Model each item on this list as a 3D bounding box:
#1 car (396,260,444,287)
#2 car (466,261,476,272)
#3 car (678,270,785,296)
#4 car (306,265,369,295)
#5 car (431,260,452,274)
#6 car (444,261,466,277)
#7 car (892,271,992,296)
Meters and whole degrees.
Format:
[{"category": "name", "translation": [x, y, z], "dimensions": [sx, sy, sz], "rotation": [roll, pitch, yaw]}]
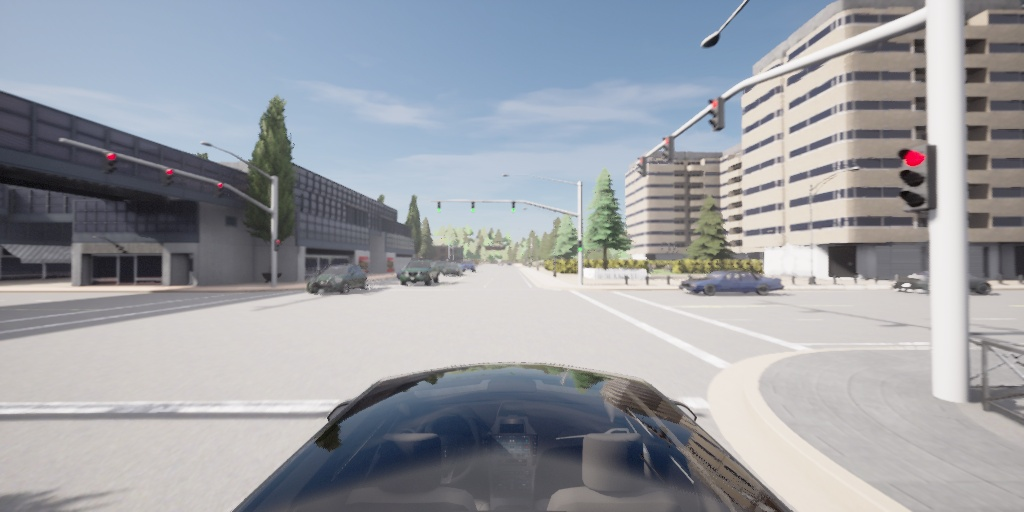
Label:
[{"category": "car", "translation": [-7.427, 1.354, 29.418], "dimensions": [2.150, 2.045, 5.566], "rotation": [0, -1, -1]}, {"category": "car", "translation": [-7.544, 1.798, 62.198], "dimensions": [2.150, 2.045, 5.566], "rotation": [0, -1, 0]}, {"category": "car", "translation": [12.671, 1.538, 20.850], "dimensions": [5.357, 1.411, 2.033], "rotation": [0, -1, -1]}, {"category": "car", "translation": [-10.739, 1.394, 22.374], "dimensions": [2.097, 1.767, 4.553], "rotation": [0, -1, -1]}, {"category": "car", "translation": [-11.031, 1.723, 56.368], "dimensions": [2.150, 2.045, 5.566], "rotation": [0, -1, 0]}, {"category": "car", "translation": [-7.509, 1.703, 45.689], "dimensions": [2.097, 1.767, 4.553], "rotation": [0, -1, 0]}, {"category": "car", "translation": [24.977, 1.539, 20.949], "dimensions": [4.181, 1.385, 1.994], "rotation": [0, -1, -1]}]
